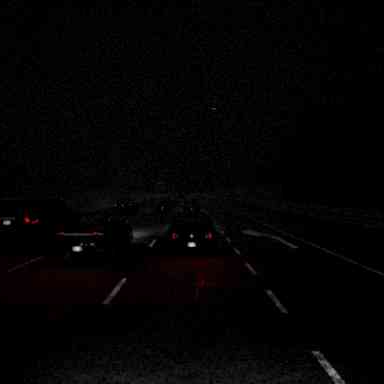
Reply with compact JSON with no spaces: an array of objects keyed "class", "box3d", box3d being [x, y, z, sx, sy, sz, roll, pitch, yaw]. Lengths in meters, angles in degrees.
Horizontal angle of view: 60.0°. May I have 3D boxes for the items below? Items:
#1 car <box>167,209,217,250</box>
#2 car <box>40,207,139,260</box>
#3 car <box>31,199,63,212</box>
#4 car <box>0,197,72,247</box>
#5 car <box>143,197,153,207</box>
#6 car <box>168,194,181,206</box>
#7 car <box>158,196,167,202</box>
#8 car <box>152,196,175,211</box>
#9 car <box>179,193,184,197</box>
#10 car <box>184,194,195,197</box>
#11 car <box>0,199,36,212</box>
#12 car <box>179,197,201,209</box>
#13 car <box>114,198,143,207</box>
[{"class":"car","box3d":[-0.007,1.638,14.388,1.895,1.301,4.718,0,0,0]},{"class":"car","box3d":[-3.506,1.522,12.584,2.128,1.511,4.902,0,0,0]},{"class":"car","box3d":[-17.577,1.603,40.596,1.837,1.490,4.892,0,0,1]},{"class":"car","box3d":[-7.007,1.261,15.333,2.150,2.045,5.566,0,0,0]},{"class":"car","box3d":[-7.026,1.607,54.860,2.128,1.511,4.902,0,0,0]},{"class":"car","box3d":[-3.529,1.595,59.368,1.882,1.535,5.008,0,0,0]},{"class":"car","box3d":[-7.040,1.643,80.088,1.812,1.442,4.674,0,0,0]},{"class":"car","box3d":[-3.519,1.611,42.266,1.837,1.490,4.892,0,0,0]},{"class":"car","box3d":[-3.540,1.659,80.087,2.033,1.411,5.357,0,0,0]},{"class":"car","box3d":[-0.030,1.596,62.968,1.882,1.535,5.008,0,0,0]},{"class":"car","box3d":[-21.077,1.603,40.598,1.837,1.490,4.892,0,0,0]},{"class":"car","box3d":[-0.018,1.587,36.873,2.128,1.511,4.902,0,0,0]},{"class":"car","box3d":[-7.016,1.445,35.902,2.097,1.767,4.553,0,0,0]}]
